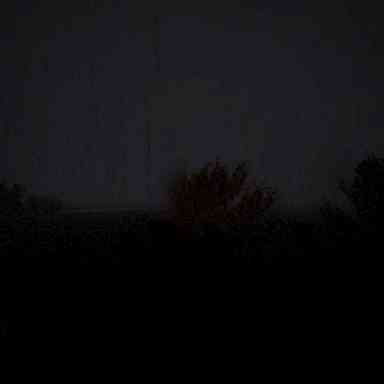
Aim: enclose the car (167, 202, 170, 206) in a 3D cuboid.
[{"bbox_3d":[-2.295,2.079,61.142,2.033,1.411,5.357,-1,-1,36],"label":"car"}]
